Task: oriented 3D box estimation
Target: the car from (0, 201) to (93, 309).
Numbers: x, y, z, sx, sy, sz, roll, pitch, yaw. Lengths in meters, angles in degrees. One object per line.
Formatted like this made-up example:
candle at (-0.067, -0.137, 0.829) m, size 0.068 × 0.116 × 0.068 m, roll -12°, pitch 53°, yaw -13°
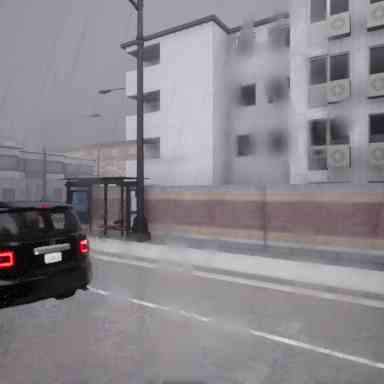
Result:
car at (-4.512, 1.217, 7.110) m, size 5.566 × 2.045 × 2.150 m, roll -1°, pitch 0°, yaw 35°

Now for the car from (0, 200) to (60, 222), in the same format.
car at (-12.635, 1.368, 25.639) m, size 1.994 × 1.385 × 4.181 m, roll 0°, pitch 1°, yaw 33°
